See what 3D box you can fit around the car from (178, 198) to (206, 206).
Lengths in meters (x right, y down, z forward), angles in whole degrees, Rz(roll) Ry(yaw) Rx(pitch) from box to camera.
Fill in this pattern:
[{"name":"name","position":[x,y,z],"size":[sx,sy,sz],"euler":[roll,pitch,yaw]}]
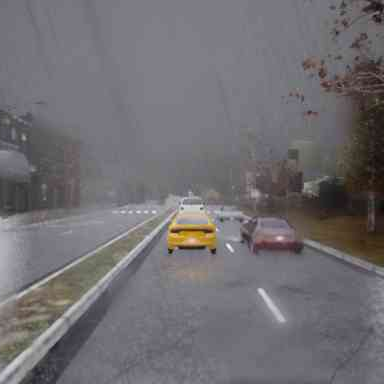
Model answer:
[{"name":"car","position":[0.001,1.495,29.044],"size":[2.150,2.045,5.566],"euler":[0,0,0]}]

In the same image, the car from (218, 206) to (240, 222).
[{"name":"car","position":[3.251,1.880,29.141],"size":[1.895,1.301,4.718],"euler":[0,-1,0]}]

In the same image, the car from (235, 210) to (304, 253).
[{"name":"car","position":[3.256,1.702,14.305],"size":[1.994,1.385,4.181],"euler":[0,-1,0]}]

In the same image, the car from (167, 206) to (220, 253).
[{"name":"car","position":[0.007,1.617,14.492],"size":[1.882,1.535,5.008],"euler":[0,0,0]}]
